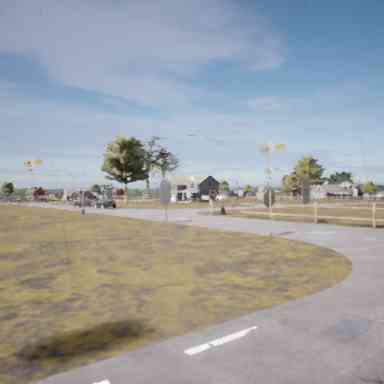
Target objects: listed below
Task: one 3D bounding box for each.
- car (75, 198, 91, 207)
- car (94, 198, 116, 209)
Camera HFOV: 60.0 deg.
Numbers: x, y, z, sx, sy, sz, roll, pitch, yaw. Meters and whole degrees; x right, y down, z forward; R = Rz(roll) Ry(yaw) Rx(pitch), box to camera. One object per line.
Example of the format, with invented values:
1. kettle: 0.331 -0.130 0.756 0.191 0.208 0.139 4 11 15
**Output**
1. car: -18.542 1.800 56.197 2.128 1.511 4.902 -1 0 -36
2. car: -12.502 1.668 47.866 1.837 1.490 4.892 -1 0 -35
